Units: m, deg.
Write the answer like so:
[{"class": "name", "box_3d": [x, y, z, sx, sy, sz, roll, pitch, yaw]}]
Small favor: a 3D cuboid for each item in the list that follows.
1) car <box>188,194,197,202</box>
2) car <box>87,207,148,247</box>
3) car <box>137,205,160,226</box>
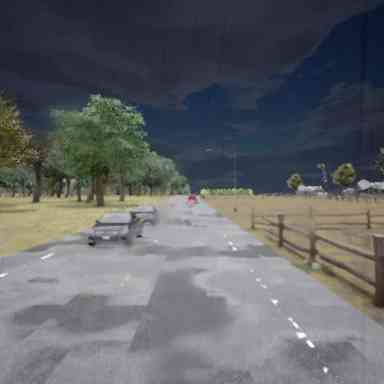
[{"class": "car", "box_3d": [0.100, 1.401, 85.520, 2.150, 2.045, 5.566, 0, 0, 0]}, {"class": "car", "box_3d": [-3.493, 1.635, 15.888, 1.812, 1.442, 4.674, 0, -1, 0]}, {"class": "car", "box_3d": [-3.473, 1.688, 25.036, 1.812, 1.442, 4.674, 0, 0, 0]}]
